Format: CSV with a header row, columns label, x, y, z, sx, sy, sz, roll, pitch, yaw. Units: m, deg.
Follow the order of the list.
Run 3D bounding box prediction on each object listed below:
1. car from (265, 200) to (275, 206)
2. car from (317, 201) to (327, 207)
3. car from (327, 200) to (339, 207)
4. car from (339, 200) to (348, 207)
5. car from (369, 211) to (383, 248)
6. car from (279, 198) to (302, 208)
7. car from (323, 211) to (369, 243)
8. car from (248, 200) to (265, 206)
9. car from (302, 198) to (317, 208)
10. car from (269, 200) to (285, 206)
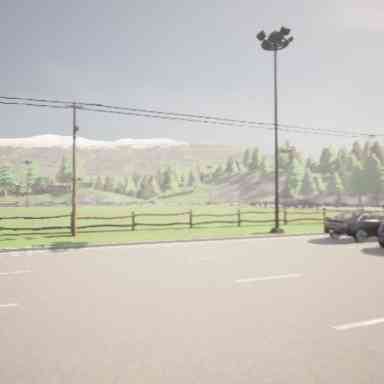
label,x,y,z,sx,sy,sz,roll,pitch,yaw
car,19.908,3.004,89.558,1.812,1.442,4.674,0,-1,-20
car,28.280,2.800,76.990,1.994,1.385,4.181,0,-1,-20
car,31.543,2.802,78.257,1.994,1.385,4.181,0,-1,-20
car,34.848,2.753,79.410,1.837,1.490,4.892,0,-1,-20
car,10.331,1.560,14.295,4.553,1.767,2.097,0,-1,-21
car,21.721,2.596,74.545,2.097,1.767,4.553,0,-1,-20
car,9.302,1.769,17.642,4.902,1.511,2.128,0,-1,-20
car,16.625,2.975,88.345,1.837,1.490,4.892,0,-1,-20
car,25.087,2.465,75.533,2.150,2.045,5.566,0,-1,-20
car,23.191,2.958,90.770,1.882,1.535,5.008,0,-1,-20
